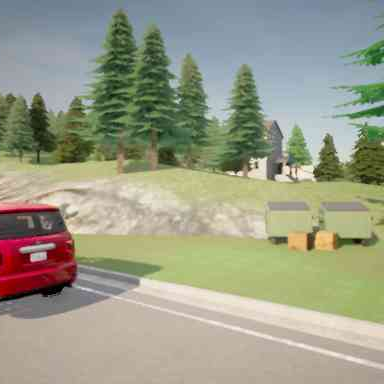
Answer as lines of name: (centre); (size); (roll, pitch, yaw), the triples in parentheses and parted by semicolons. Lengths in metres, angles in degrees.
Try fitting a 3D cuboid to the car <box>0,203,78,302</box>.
car: (-4.928, 1.261, 7.508); (5.566, 2.045, 2.150); (0, 0, 36)
